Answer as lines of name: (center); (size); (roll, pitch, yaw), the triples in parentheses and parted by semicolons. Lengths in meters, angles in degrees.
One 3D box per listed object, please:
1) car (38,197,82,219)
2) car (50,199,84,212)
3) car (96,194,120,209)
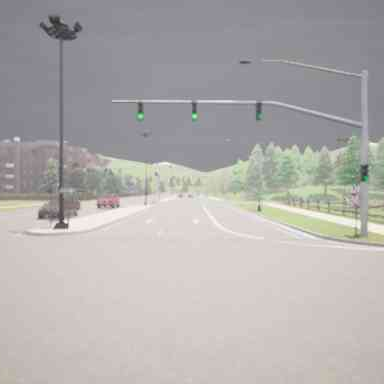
car: (-11.592, 1.361, 29.042); (2.097, 1.767, 4.553); (0, 0, 0)
car: (-15.062, 1.559, 40.376); (2.033, 1.411, 5.357); (0, 0, 0)
car: (-11.512, 1.240, 46.145); (2.150, 2.045, 5.566); (0, 0, 0)
